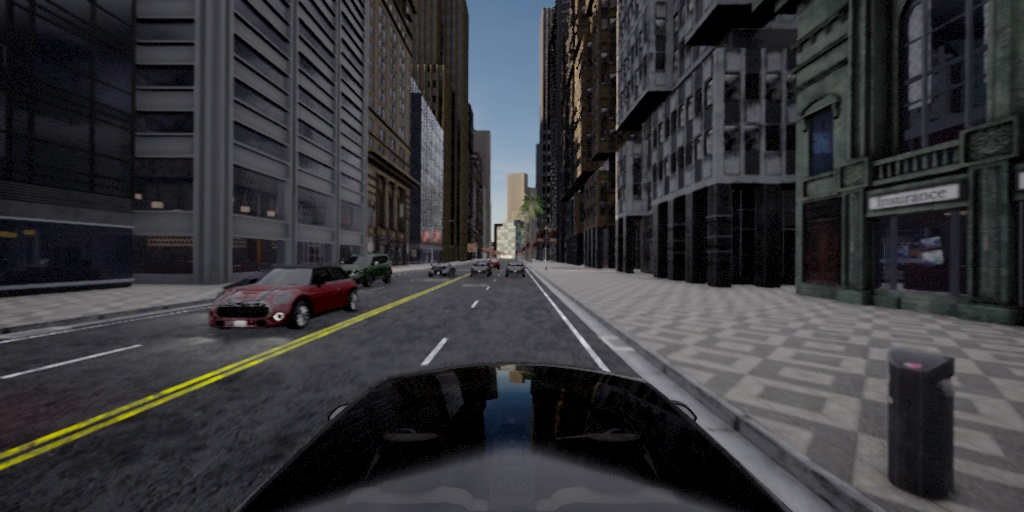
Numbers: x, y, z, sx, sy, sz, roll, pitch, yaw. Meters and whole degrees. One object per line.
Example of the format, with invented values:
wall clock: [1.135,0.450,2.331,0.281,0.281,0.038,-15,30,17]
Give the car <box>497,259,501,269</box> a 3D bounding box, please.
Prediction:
car: [-2.730,1.188,53.716,1.882,1.535,5.008,0,0,1]

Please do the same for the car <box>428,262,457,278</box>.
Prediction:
car: [-6.271,1.261,32.588,1.994,1.385,4.181,0,0,1]

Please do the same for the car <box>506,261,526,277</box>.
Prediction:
car: [0.349,1.233,35.866,2.128,1.511,4.902,0,0,1]

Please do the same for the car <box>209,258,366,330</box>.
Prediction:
car: [-6.534,1.058,10.908,2.097,1.767,4.553,0,0,1]

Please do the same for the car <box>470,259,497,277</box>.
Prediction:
car: [-2.920,1.211,35.088,2.128,1.511,4.902,0,0,1]

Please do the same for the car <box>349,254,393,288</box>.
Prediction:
car: [-9.664,0.889,23.568,2.150,2.045,5.566,0,1,1]
